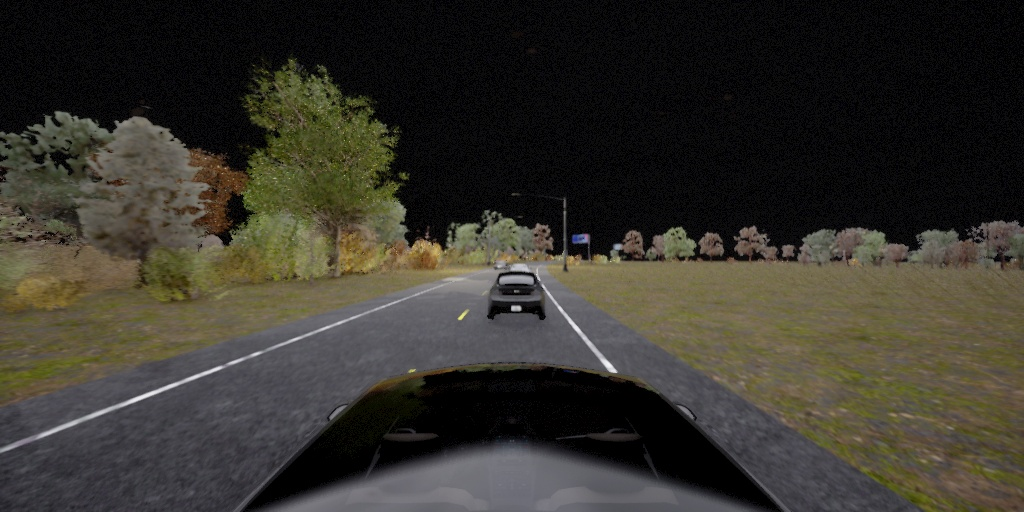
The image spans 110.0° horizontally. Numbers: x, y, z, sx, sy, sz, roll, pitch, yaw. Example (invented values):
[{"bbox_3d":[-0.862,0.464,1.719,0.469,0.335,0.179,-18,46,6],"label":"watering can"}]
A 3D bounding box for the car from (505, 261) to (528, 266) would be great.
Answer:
[{"bbox_3d":[0.640,1.346,29.075,1.812,1.442,4.674,0,0,3],"label":"car"}]

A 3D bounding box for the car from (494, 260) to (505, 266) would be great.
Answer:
[{"bbox_3d":[-1.599,1.388,53.750,2.128,1.511,4.902,0,0,5],"label":"car"}]

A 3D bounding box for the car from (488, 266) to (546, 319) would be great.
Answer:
[{"bbox_3d":[0.180,1.284,12.971,1.837,1.490,4.892,0,0,1],"label":"car"}]
